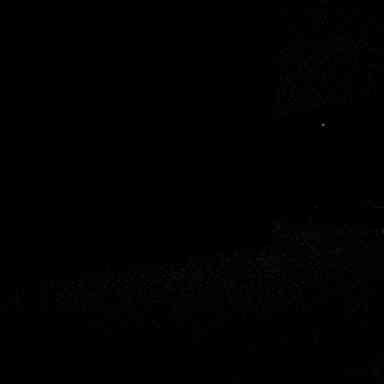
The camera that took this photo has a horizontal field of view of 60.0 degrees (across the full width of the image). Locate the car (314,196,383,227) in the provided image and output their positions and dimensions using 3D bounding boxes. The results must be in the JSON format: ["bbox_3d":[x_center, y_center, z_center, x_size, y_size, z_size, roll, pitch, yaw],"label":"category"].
[{"bbox_3d":[11.349,1.347,23.229,2.150,2.045,5.566,1,-1,-36],"label":"car"}]
